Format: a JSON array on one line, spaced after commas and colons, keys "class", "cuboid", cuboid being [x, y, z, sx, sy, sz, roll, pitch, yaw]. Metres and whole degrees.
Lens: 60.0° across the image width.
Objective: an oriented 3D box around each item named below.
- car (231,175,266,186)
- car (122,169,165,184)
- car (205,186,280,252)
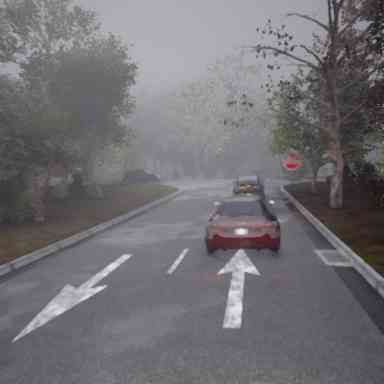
[{"class": "car", "cuboid": [3.539, -0.315, 20.835, 1.837, 1.490, 4.892, -2, 5, 10]}, {"class": "car", "cuboid": [-5.396, -1.760, 37.156, 4.553, 1.767, 2.097, -1, 4, 10]}, {"class": "car", "cuboid": [1.577, 0.770, 10.144, 1.994, 1.385, 4.181, -2, 5, 11]}]
